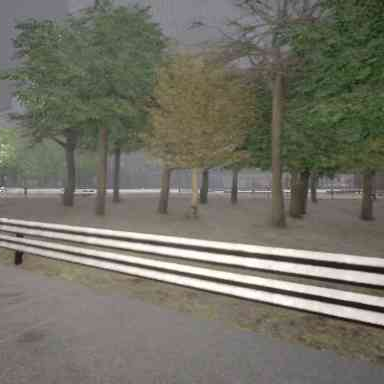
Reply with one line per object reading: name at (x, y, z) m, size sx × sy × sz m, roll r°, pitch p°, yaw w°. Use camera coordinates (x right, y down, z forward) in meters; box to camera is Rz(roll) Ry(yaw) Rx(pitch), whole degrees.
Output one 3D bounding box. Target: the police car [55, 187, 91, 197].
police car at (-17.856, 0.000, 50.027) m, size 4.974 × 1.542 × 2.038 m, roll 0°, pitch 1°, yaw -5°
